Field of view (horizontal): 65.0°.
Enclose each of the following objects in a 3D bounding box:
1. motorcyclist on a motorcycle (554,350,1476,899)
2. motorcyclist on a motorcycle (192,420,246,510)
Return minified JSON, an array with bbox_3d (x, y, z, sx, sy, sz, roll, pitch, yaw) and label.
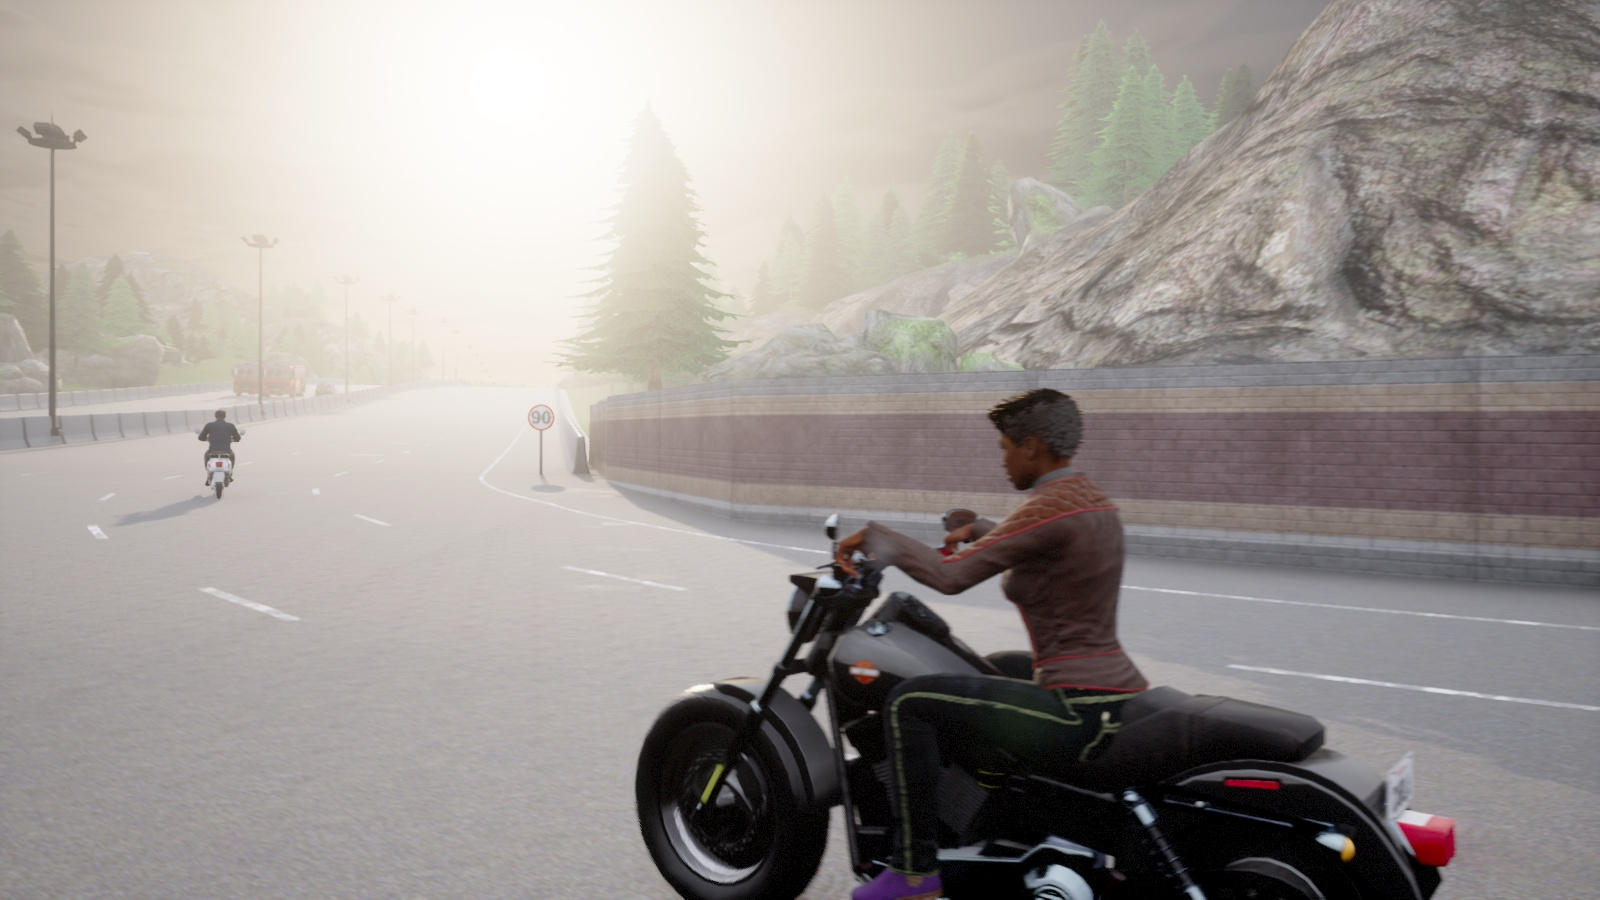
[{"bbox_3d":[0.442,0.637,3.393,2.350,1.649,0.766,0,0,36],"label":"motorcyclist on a motorcycle"},{"bbox_3d":[-10.637,0.243,23.028,0.866,1.590,1.817,0,1,-24],"label":"motorcyclist on a motorcycle"}]
